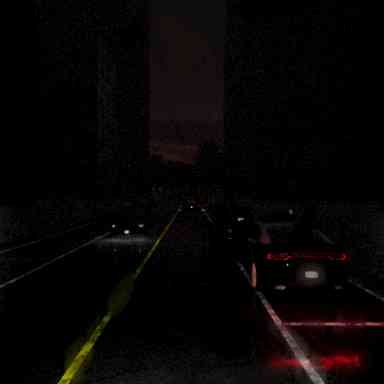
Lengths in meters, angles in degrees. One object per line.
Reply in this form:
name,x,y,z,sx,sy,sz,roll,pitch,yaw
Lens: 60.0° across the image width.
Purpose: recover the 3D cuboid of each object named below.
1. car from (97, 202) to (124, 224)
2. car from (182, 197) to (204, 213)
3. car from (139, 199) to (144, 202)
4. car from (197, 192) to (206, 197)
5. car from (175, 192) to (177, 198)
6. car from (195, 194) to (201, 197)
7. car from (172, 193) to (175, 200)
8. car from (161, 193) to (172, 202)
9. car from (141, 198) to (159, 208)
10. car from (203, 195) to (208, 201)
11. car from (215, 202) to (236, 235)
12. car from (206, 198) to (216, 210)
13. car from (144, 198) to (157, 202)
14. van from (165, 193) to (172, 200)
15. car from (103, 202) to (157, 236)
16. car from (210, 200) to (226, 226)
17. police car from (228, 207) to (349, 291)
car,-5.826,1.529,24.998,1.887,1.381,4.507,-1,0,0
car,-0.015,1.532,36.514,1.994,1.385,4.181,0,0,1
car,-5.837,1.560,30.375,1.802,1.307,4.206,-1,0,0
car,2.597,1.398,73.676,1.752,1.417,4.829,-1,0,0
car,-5.966,1.123,90.519,2.192,1.841,5.009,-1,0,0
car,-0.054,1.453,46.435,1.837,1.490,4.892,0,0,1
car,-5.942,1.168,79.159,2.192,1.841,5.009,-1,0,0
car,-5.927,1.455,73.480,1.802,1.307,4.206,-1,0,0
car,-5.871,1.514,46.510,1.947,1.339,4.313,-1,0,0
car,2.665,1.485,41.493,1.752,1.417,4.829,-1,0,0
car,2.709,1.555,20.512,1.947,1.339,4.313,-1,0,0
car,2.687,1.528,30.917,2.008,1.369,4.403,-1,0,0
car,-5.860,1.511,41.131,2.008,1.369,4.403,-1,0,0
van,-5.954,1.172,84.840,1.690,1.788,3.998,-1,0,0
car,-3.141,1.538,18.691,2.033,1.411,5.357,0,0,0
car,2.698,1.549,25.715,1.947,1.339,4.313,-1,0,0
police car,2.347,1.421,9.129,1.930,1.638,5.238,0,0,0
